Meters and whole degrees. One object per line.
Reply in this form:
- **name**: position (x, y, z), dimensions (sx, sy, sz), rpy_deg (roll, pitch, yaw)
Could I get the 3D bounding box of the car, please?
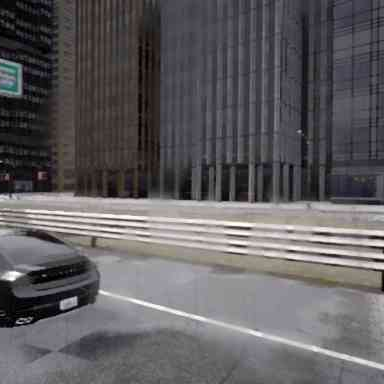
- **car**: position (-3.911, 1.508, 6.664), dimensions (4.892, 1.490, 1.837), rpy_deg (0, 0, 36)
